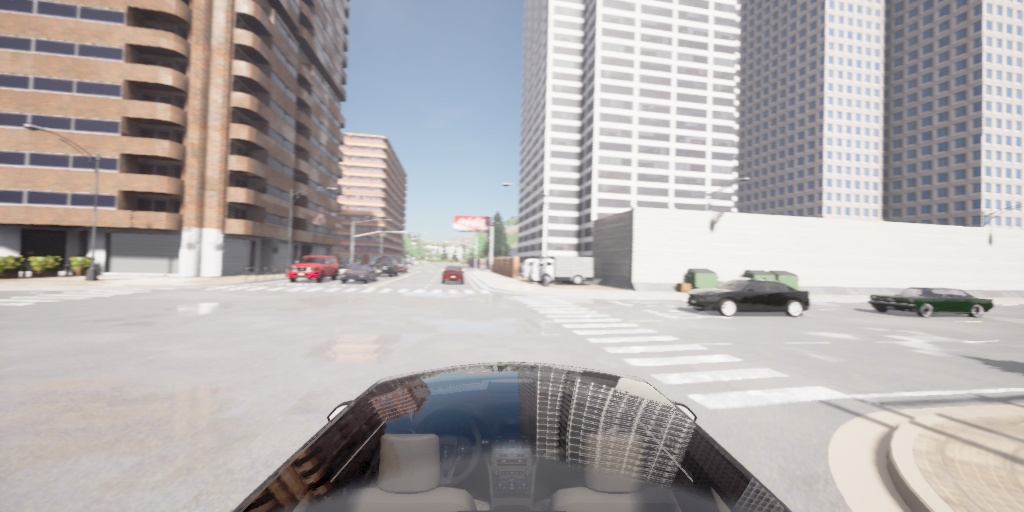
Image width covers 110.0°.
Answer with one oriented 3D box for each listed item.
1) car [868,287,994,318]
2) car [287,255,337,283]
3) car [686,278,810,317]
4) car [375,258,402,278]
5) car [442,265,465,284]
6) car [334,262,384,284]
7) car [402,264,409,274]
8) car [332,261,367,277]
[{"bbox_3d":[19.644,2.139,16.925,4.718,1.301,1.895,2,-1,-9],"label":"car"},{"bbox_3d":[-15.446,0.971,28.265,2.150,2.045,5.566,2,-1,-9],"label":"car"},{"bbox_3d":[10.004,1.704,15.316,5.008,1.535,1.882,2,-1,-9],"label":"car"},{"bbox_3d":[-13.591,1.198,38.456,2.150,2.045,5.566,2,-1,-9],"label":"car"},{"bbox_3d":[-5.236,1.590,31.927,1.882,1.535,5.008,2,-1,-9],"label":"car"},{"bbox_3d":[-11.937,1.403,28.399,2.033,1.411,5.357,2,-1,-9],"label":"car"},{"bbox_3d":[-15.221,1.699,48.462,1.895,1.301,4.718,2,-1,-9],"label":"car"},{"bbox_3d":[-17.065,1.358,37.976,2.128,1.511,4.902,2,-1,-9],"label":"car"}]
